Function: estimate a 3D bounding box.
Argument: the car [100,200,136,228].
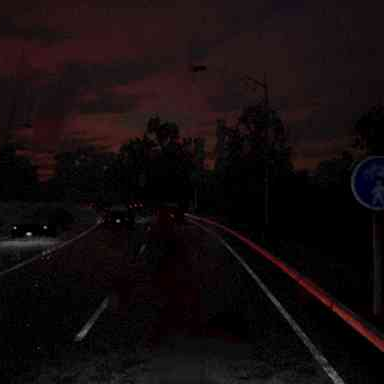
[{"bbox_3d":[-4.829,1.536,22.300,1.812,1.442,4.674,0,0,-10],"label":"car"}]

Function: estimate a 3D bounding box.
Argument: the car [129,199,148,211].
[{"bbox_3d":[-6.984,1.549,40.375,2.033,1.411,5.357,1,0,-26],"label":"car"}]

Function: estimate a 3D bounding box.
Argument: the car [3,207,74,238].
[{"bbox_3d":[-7.850,1.556,18.068,2.033,1.411,5.357,0,0,-7],"label":"car"}]

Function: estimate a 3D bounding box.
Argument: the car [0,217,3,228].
[{"bbox_3d":[-11.208,1.607,16.400,1.895,1.301,4.718,0,0,-6],"label":"car"}]

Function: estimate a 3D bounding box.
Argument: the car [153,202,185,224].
[{"bbox_3d":[-1.812,1.498,25.103,1.882,1.535,5.008,0,0,-12],"label":"car"}]

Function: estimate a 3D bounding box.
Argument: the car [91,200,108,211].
[{"bbox_3d":[-11.038,1.567,40.542,1.895,1.301,4.718,1,0,-27],"label":"car"}]
